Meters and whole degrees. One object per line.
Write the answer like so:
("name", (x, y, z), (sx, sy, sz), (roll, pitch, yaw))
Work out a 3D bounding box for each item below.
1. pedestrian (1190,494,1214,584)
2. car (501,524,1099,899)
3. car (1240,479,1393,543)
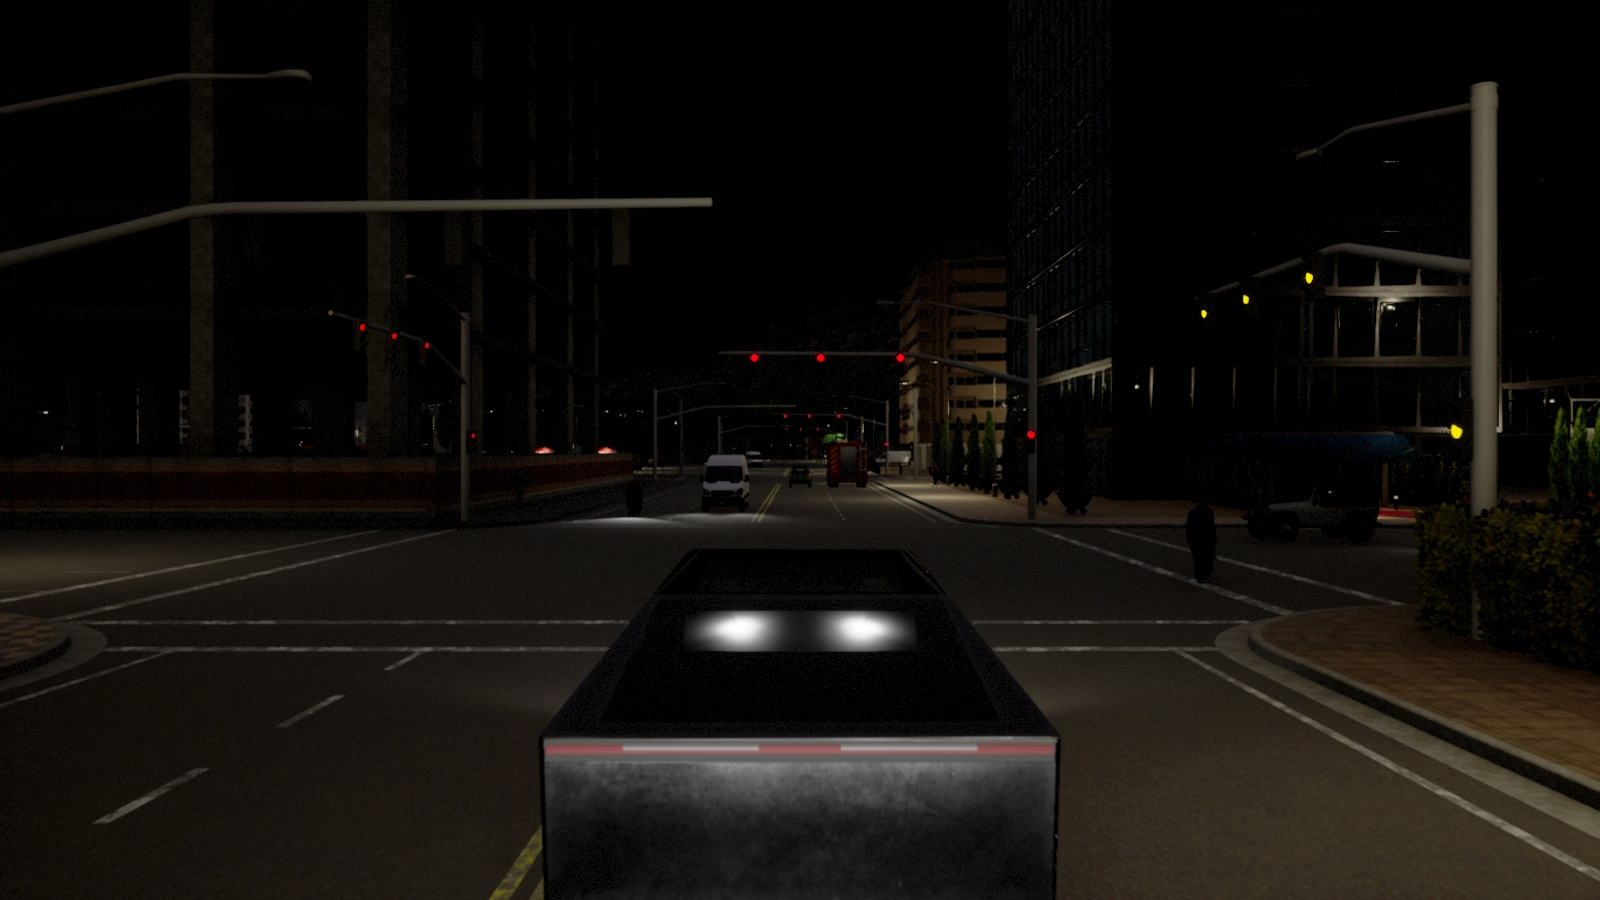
("pedestrian", (8.353, 1.841, 23.734), (0.375, 1.860, 0.375), (0, 0, 0))
("car", (0.001, 1.751, 7.705), (2.390, 2.098, 6.274), (0, 0, 0))
("car", (15.885, 1.846, 35.310), (3.866, 1.878, 1.905), (0, 0, 0))
